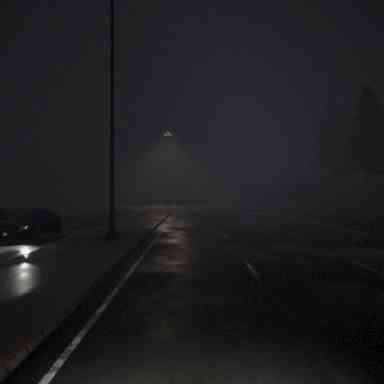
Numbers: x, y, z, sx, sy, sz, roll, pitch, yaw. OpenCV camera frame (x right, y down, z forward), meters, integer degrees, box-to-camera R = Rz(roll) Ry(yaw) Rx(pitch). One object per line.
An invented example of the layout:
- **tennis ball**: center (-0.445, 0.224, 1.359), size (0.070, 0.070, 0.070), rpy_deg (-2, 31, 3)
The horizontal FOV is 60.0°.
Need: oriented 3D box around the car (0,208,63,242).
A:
- **car**: center (-8.016, 1.554, 16.644), size (1.812, 1.442, 4.674), rpy_deg (0, 0, 0)
